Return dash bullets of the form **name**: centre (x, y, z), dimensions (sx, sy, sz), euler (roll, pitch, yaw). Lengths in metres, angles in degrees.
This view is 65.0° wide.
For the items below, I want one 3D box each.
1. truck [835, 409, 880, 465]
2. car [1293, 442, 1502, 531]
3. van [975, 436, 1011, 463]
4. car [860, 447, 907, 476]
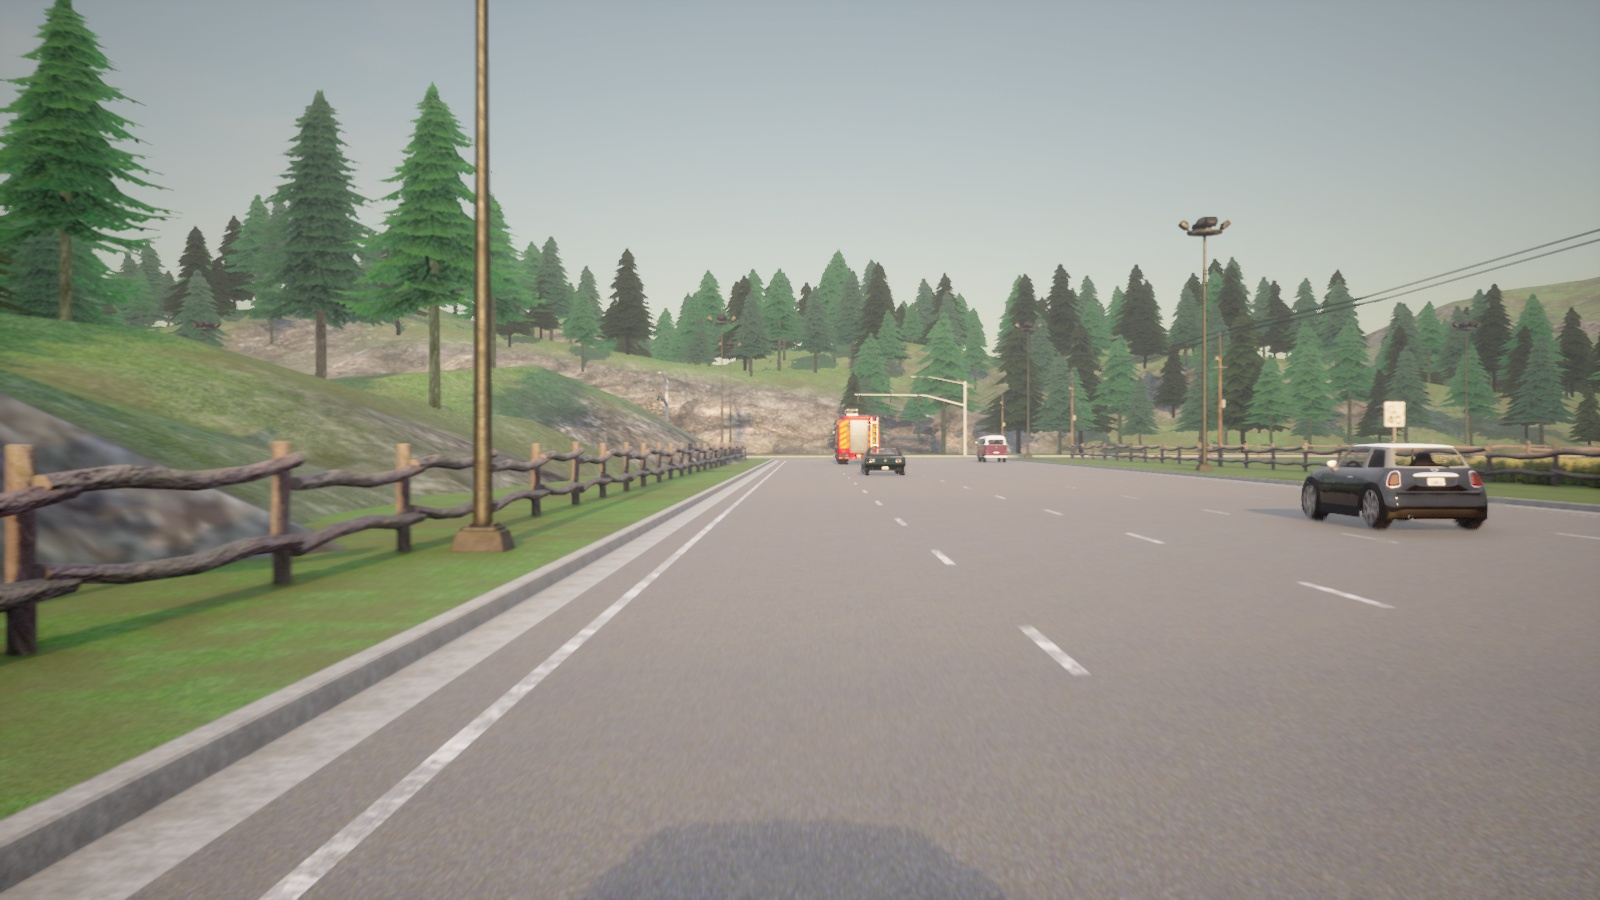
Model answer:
- **truck**: centre (4.024, -0.926, 89.493), dimensions (2.891, 3.827, 8.468), euler (0, 0, 0)
- **car**: centre (10.644, 0.591, 22.702), dimensions (1.970, 1.475, 3.806), euler (0, 0, 0)
- **van**: centre (14.556, -0.060, 94.936), dimensions (2.069, 2.038, 4.480), euler (0, 0, 0)
- **car**: centre (3.847, 0.516, 58.457), dimensions (1.895, 1.301, 4.718), euler (0, 0, 0)
